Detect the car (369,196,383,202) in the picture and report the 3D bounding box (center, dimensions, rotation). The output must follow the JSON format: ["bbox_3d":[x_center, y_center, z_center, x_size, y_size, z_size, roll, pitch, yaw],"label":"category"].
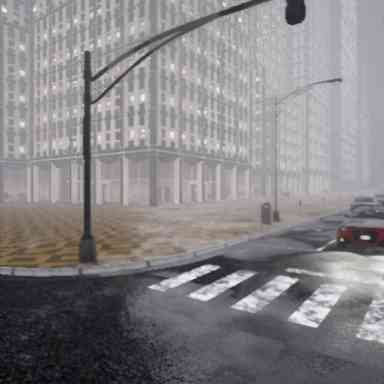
[{"bbox_3d":[12.682,1.151,20.872,1.895,1.301,4.718,0,1,35],"label":"car"}]

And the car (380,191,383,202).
[{"bbox_3d":[27.519,0.594,46.392,1.887,1.381,4.507,1,2,35],"label":"car"}]

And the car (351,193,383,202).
[{"bbox_3d":[14.502,0.997,27.927,1.947,1.339,4.313,1,2,35],"label":"car"}]

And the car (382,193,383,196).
[{"bbox_3d":[21.010,0.805,37.160,1.947,1.339,4.313,1,2,35],"label":"car"}]

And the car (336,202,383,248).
[{"bbox_3d":[6.862,1.287,12.615,1.994,1.385,4.181,0,1,35],"label":"car"}]
